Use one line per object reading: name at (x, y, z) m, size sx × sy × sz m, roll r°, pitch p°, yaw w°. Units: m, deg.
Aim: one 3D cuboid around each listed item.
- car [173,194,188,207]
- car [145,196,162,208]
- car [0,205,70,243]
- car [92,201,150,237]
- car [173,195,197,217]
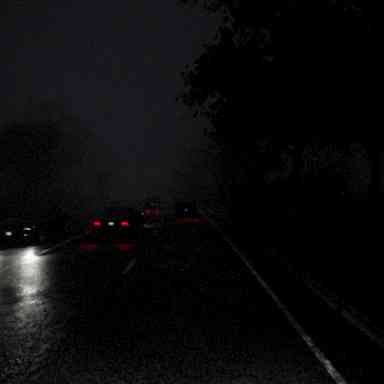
car at (-1.578, 1.136, 44.716) m, size 1.882 × 1.535 × 5.008 m, roll 0°, pitch 1°, yaw -4°
car at (-4.804, 1.177, 41.122) m, size 2.128 × 1.511 × 4.902 m, roll 0°, pitch 0°, yaw -4°
car at (-7.215, 1.389, 15.461) m, size 1.837 × 1.490 × 4.892 m, roll 0°, pitch 0°, yaw -1°
car at (-3.609, 1.418, 17.011) m, size 2.033 × 1.411 × 5.357 m, roll 0°, pitch 0°, yaw -2°
car at (-0.573, 1.255, 29.073) m, size 1.882 × 1.535 × 5.008 m, roll 0°, pitch 0°, yaw -3°
